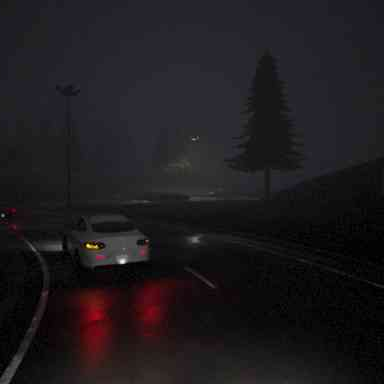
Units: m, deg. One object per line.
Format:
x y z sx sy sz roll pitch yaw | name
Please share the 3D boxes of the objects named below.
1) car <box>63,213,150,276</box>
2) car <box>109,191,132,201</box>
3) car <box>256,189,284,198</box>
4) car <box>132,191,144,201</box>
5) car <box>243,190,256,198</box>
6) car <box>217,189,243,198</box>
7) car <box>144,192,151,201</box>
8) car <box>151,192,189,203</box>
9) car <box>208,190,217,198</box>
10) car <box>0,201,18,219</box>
-2.655 1.354 9.890 1.812 1.442 4.674 -1 1 -26 | car
-10.696 0.549 53.011 5.008 1.535 1.882 -2 2 -34 | car
13.801 0.370 57.105 4.674 1.442 1.812 -1 1 -34 | car
-6.619 0.636 51.581 4.181 1.385 1.994 -1 1 -34 | car
12.197 0.273 60.247 5.008 1.535 1.882 -1 1 -35 | car
7.597 0.294 61.346 4.902 1.511 2.128 -1 1 -34 | car
-4.355 0.673 48.896 4.181 1.385 1.994 -1 1 -34 | car
-2.765 0.759 45.751 4.718 1.301 1.895 -1 1 -35 | car
5.282 0.246 63.969 5.008 1.535 1.882 -1 1 -35 | car
-14.228 1.252 23.151 4.718 1.301 1.895 0 1 34 | car
